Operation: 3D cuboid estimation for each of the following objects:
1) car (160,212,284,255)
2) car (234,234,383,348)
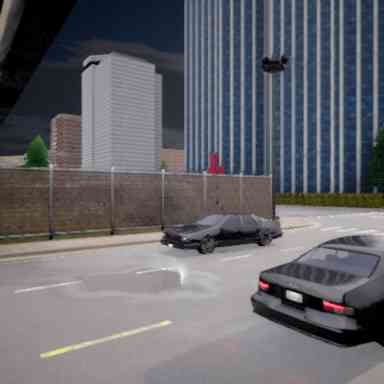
[{"bbox_3d":[1.410,1.544,13.524,5.357,1.411,2.033,0,0,-35],"label":"car"},{"bbox_3d":[3.514,1.546,6.237,5.357,1.411,2.033,0,0,-35],"label":"car"}]
